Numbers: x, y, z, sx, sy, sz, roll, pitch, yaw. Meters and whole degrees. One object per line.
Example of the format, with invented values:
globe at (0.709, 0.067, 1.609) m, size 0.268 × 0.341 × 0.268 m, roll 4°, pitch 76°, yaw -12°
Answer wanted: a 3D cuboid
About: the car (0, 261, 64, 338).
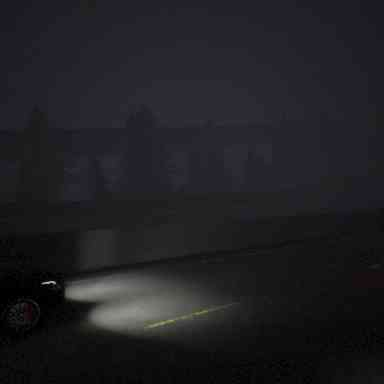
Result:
car at (-4.383, 1.529, 4.919) m, size 4.674 × 1.442 × 1.812 m, roll 0°, pitch 0°, yaw -36°
